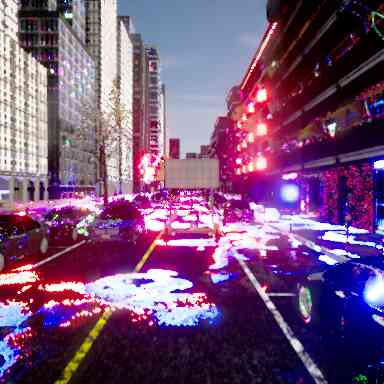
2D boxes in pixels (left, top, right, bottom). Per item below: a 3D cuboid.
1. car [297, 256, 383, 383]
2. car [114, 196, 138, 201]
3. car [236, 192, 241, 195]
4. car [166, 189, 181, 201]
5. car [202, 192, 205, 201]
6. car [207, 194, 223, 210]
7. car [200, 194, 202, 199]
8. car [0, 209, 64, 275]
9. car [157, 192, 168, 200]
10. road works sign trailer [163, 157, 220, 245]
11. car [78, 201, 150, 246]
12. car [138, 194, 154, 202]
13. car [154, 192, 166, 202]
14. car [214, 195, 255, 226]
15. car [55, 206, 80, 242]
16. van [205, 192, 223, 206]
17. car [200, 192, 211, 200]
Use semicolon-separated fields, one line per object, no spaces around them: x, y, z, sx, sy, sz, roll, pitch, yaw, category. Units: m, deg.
2.687;1.495;4.233;2.008;1.369;4.403;0;1;0;car
-5.709;1.198;26.185;1.752;1.417;4.829;0;1;0;car
13.368;0.340;84.497;4.403;1.369;2.008;-1;1;-1;car
-3.039;0.710;57.264;2.097;1.767;4.553;0;1;0;car
2.659;0.913;42.956;1.967;1.590;4.097;0;1;0;car
2.667;1.187;31.894;1.802;1.307;4.206;0;1;0;car
2.652;0.894;54.022;2.008;1.369;4.403;0;1;0;car
-5.698;1.426;9.759;2.008;1.369;4.403;0;1;0;car
-5.736;0.760;65.082;1.887;1.381;4.507;0;1;0;car
-0.011;0.280;14.483;2.380;3.560;2.880;0;1;0;road works sign trailer
-3.111;1.343;14.363;1.812;1.442;4.674;0;1;0;car
-5.717;1.121;37.421;1.802;1.307;4.206;0;1;0;car
-5.728;0.870;53.847;1.752;1.417;4.829;0;1;0;car
2.675;1.178;20.827;1.967;1.590;4.097;0;1;0;car
-5.702;1.351;15.291;1.887;1.381;4.507;0;1;0;car
2.663;0.880;37.423;1.690;1.788;3.998;0;1;0;van
2.644;0.766;65.087;2.008;1.369;4.403;0;1;0;car
